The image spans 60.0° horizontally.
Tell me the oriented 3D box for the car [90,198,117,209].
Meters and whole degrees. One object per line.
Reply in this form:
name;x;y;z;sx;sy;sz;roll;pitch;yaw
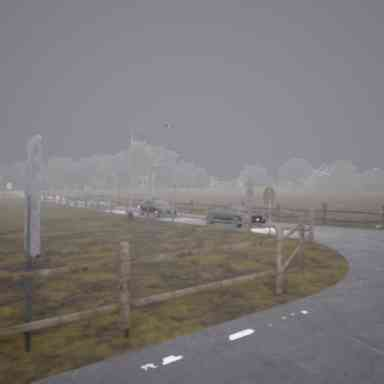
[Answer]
car;-10.640;1.353;39.940;1.895;1.301;4.718;1;0;-35

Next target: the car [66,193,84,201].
car;-20.821;0.851;59.088;2.033;1.411;5.357;1;1;-37

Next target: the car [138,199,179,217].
car;-3.045;1.393;29.400;1.837;1.490;4.892;1;0;-36

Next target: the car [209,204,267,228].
car;2.748;1.463;21.355;1.994;1.385;4.181;1;-1;-35
